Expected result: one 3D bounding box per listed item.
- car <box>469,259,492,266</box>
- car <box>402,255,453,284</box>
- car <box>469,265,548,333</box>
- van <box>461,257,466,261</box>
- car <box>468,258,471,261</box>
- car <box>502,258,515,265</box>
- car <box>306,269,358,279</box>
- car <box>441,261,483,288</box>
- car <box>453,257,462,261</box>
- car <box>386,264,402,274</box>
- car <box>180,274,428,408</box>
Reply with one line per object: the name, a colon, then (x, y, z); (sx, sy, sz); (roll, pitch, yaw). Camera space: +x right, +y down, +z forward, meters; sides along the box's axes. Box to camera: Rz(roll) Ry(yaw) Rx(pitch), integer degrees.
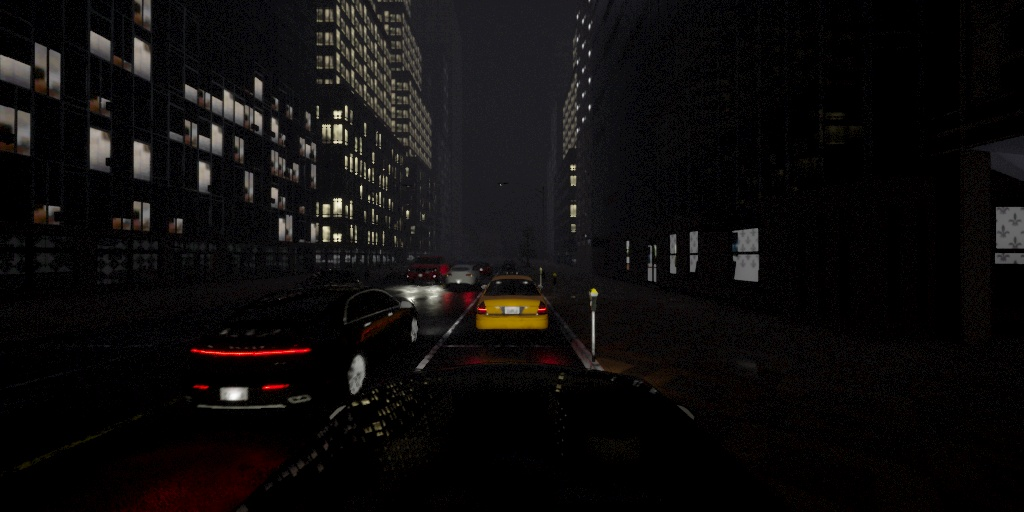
car: (-3.048, 1.302, 37.293); (1.994, 1.385, 4.181); (0, 0, 0)
car: (-6.246, 0.965, 27.227); (2.150, 2.045, 5.566); (0, 0, 0)
car: (0.004, 1.206, 10.689); (1.801, 1.575, 5.366); (0, 0, 0)
van: (-8.836, 1.064, 57.496); (1.690, 1.789, 3.998); (0, 0, 0)
car: (-8.836, 1.300, 63.188); (1.802, 1.307, 4.207); (0, 0, 0)
car: (-0.455, 1.298, 46.099); (1.948, 1.339, 4.313); (0, 0, 0)
car: (-8.836, 1.313, 17.650); (1.948, 1.339, 4.313); (0, 0, 0)
car: (-3.145, 1.271, 23.416); (1.812, 1.442, 4.674); (0, 0, 0)
car: (-8.836, 1.273, 51.803); (1.888, 1.381, 4.507); (0, 0, 0)
car: (-8.835, 1.325, 29.033); (1.802, 1.307, 4.207); (0, 0, 0)
car: (-3.049, 1.255, 6.358); (1.837, 1.490, 4.892); (0, 0, 0)
